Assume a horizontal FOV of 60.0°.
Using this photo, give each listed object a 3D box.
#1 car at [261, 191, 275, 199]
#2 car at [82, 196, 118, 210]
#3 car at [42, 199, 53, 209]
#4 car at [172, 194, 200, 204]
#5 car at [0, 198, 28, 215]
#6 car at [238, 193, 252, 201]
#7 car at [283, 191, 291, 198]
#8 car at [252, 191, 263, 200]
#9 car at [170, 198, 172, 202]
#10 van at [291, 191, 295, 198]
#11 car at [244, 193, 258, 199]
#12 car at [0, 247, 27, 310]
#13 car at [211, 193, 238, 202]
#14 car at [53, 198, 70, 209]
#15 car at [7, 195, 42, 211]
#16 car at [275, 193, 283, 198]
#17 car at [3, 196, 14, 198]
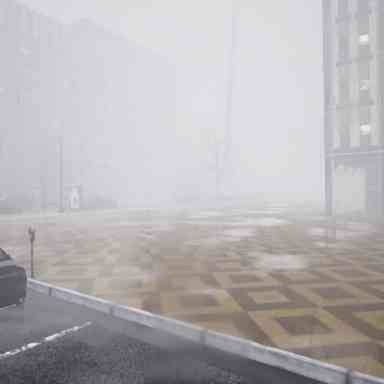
[{"bbox_3d":[15.661,0.740,73.122,2.192,1.841,5.009,-1,0,36],"label":"car"},{"bbox_3d":[-10.273,1.186,37.307,1.967,1.590,4.097,-1,0,36],"label":"car"},{"bbox_3d":[-17.058,1.415,42.224,1.887,1.381,4.507,-1,0,36],"label":"car"},{"bbox_3d":[-0.547,1.062,50.738,1.967,1.590,4.097,-1,0,36],"label":"car"},{"bbox_3d":[-16.755,1.413,28.353,1.802,1.307,4.206,-1,0,36],"label":"car"},{"bbox_3d":[9.180,1.047,64.169,1.887,1.381,4.507,-1,0,36],"label":"car"},{"bbox_3d":[22.148,0.931,82.076,1.802,1.307,4.206,-1,0,36],"label":"car"},{"bbox_3d":[12.422,1.046,68.645,1.802,1.307,4.206,-1,0,36],"label":"car"},{"bbox_3d":[-1.798,1.266,58.761,1.895,1.301,4.718,-1,0,36],"label":"car"},{"bbox_3d":[25.388,0.654,86.553,1.690,1.788,3.998,-1,0,36],"label":"van"},{"bbox_3d":[15.362,1.039,86.992,1.947,1.339,4.313,-1,0,36],"label":"car"},{"bbox_3d":[-4.994,1.553,6.609,4.403,1.369,2.008,0,-1,36],"label":"car"},{"bbox_3d":[5.938,1.093,59.692,2.008,1.369,4.403,-1,0,36],"label":"car"},{"bbox_3d":[-14.410,1.350,41.498,1.812,1.442,4.674,-1,0,37],"label":"car"},{"bbox_3d":[-20.302,1.228,37.746,2.192,1.841,5.009,-1,0,36],"label":"car"},{"bbox_3d":[18.906,0.937,77.599,2.008,1.369,4.403,-1,0,36],"label":"car"},{"bbox_3d":[-20.718,1.412,32.769,1.837,1.490,4.892,-1,0,36],"label":"car"}]
